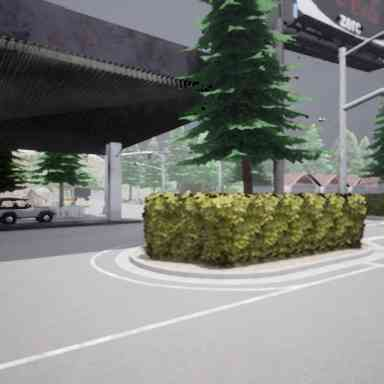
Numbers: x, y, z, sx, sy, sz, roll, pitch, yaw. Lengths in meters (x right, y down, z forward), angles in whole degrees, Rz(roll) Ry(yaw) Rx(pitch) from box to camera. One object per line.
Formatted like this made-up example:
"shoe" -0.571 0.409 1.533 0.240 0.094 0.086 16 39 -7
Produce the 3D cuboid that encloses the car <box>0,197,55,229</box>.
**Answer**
"car" -11.890 1.312 23.538 3.866 1.878 1.905 0 0 -36
